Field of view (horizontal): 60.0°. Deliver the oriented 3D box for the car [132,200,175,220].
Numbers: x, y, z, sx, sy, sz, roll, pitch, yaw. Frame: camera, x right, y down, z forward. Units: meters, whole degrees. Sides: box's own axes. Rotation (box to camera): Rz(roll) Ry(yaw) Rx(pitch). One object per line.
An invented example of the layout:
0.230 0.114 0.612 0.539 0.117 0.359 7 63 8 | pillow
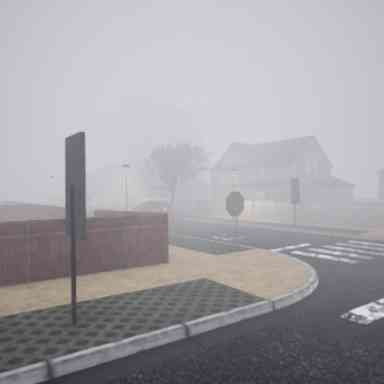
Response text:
-3.391 1.456 28.342 2.097 1.767 4.553 -1 0 -36 | car
